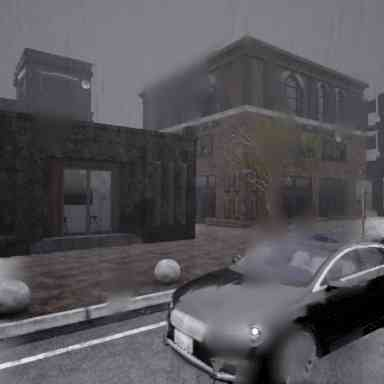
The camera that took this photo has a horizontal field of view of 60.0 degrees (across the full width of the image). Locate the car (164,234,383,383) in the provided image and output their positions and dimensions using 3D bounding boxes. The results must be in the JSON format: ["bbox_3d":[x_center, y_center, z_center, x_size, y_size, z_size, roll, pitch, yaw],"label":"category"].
[{"bbox_3d":[1.891,1.493,5.346,4.902,1.511,2.128,0,0,-36],"label":"car"}]
